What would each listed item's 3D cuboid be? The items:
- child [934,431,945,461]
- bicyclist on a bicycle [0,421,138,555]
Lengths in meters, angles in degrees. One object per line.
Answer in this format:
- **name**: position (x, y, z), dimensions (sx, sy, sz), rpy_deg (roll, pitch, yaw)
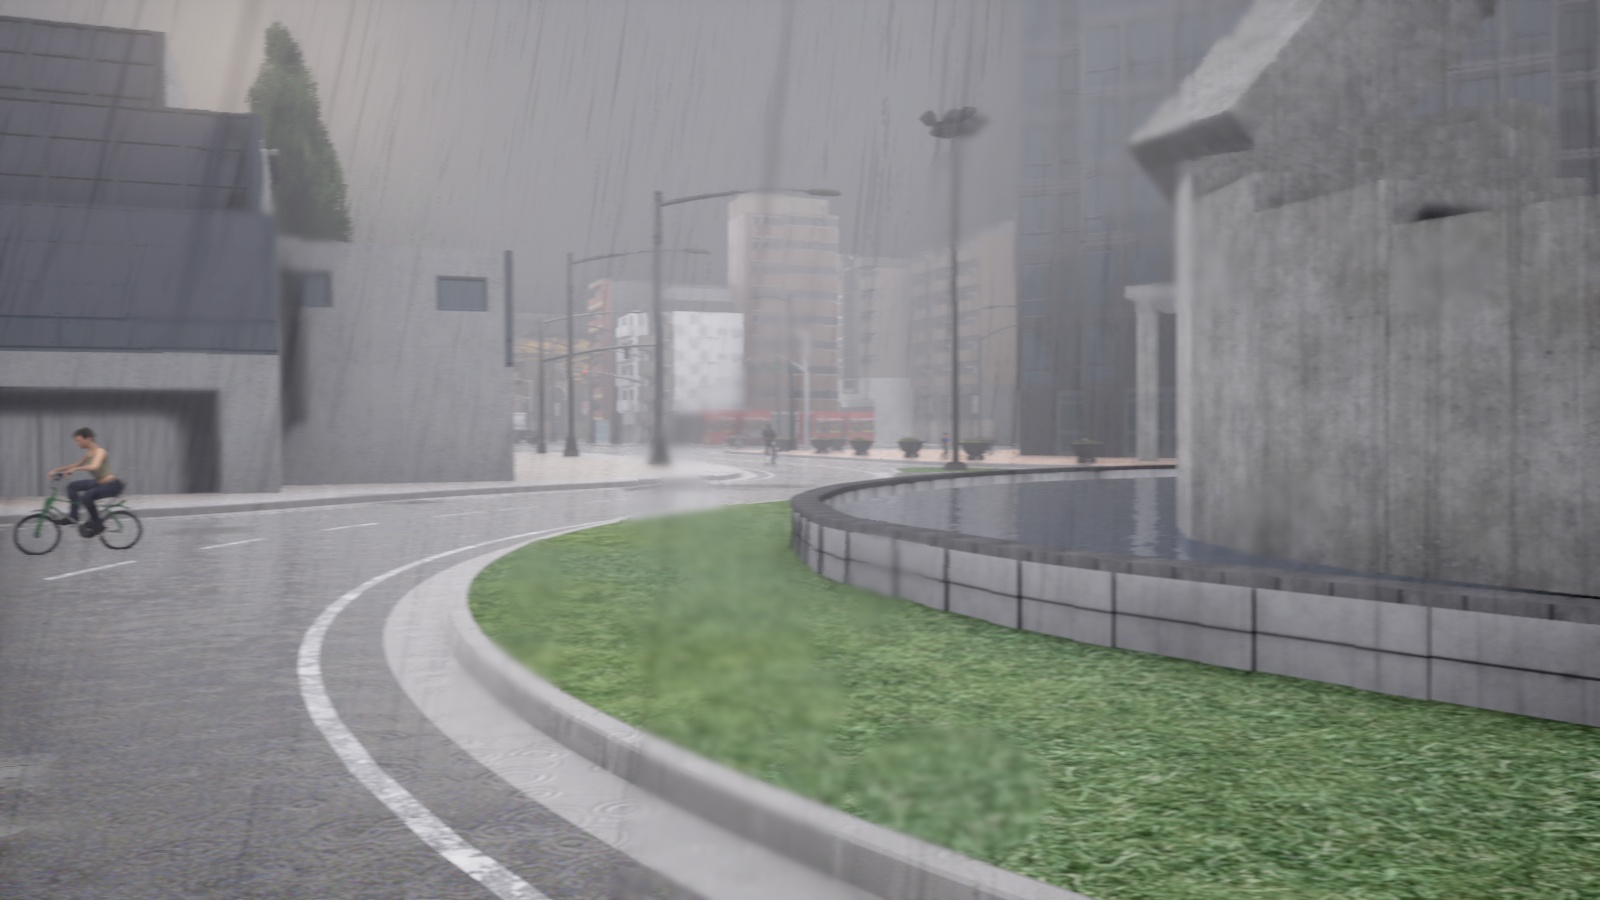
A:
- **child**: position (5.963, -0.165, 53.744), dimensions (0.270, 1.263, 0.437), rpy_deg (0, 1, -22)
- **bicyclist on a bicycle**: position (-9.415, 0.450, 16.016), dimensions (0.866, 1.612, 1.509), rpy_deg (0, 1, 45)
